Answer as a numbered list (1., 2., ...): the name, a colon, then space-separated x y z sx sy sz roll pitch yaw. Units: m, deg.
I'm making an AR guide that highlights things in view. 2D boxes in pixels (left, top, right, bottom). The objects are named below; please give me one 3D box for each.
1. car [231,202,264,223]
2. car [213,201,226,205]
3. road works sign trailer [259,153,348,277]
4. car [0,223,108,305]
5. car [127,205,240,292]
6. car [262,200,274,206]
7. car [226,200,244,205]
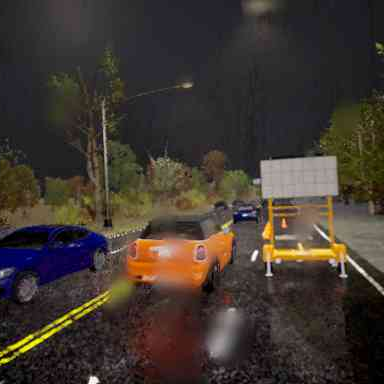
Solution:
1. car: 4.429 1.733 26.488 1.994 1.385 4.181 -4 -3 15
2. car: 4.609 2.244 52.913 1.837 1.490 4.892 -3 -1 15
3. road works sign trailer: 3.488 0.599 10.779 2.380 3.560 2.880 -3 -1 15
4. car: -3.881 1.591 8.626 1.812 1.442 4.674 -1 -1 15
5. car: -0.049 1.413 9.425 2.097 1.767 4.553 0 0 15
6. car: 14.676 1.659 64.455 2.150 2.045 5.566 -3 -1 15
7. car: 6.757 1.924 48.479 2.097 1.767 4.553 -3 -1 15
